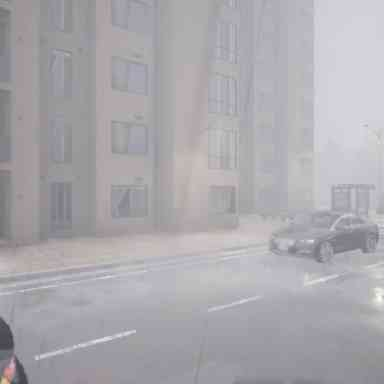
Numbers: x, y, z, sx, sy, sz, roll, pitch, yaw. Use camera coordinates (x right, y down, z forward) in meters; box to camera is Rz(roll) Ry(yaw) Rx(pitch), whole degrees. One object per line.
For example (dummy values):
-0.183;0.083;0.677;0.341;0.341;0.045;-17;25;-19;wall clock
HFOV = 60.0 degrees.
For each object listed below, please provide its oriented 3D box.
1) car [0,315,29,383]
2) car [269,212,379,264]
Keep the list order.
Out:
-3.347;1.491;1.316;4.902;1.511;2.128;0;0;-39;car
4.836;1.491;11.928;4.902;1.511;2.128;0;0;-36;car
